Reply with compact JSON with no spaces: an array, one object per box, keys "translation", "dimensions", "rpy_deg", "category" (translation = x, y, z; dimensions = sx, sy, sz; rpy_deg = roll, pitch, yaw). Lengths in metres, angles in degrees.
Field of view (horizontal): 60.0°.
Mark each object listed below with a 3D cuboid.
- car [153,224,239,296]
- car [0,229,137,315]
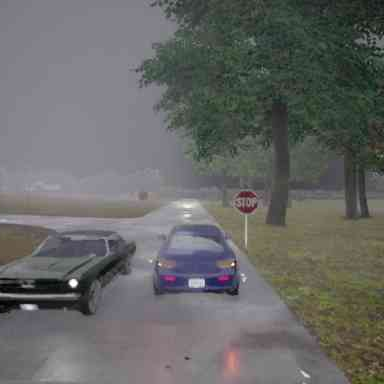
[{"translation":[0.089,1.544,8.550],"dimensions":[1.812,1.442,4.674],"rpy_deg":[0,0,0],"category":"car"},{"translation":[-2.648,1.618,7.745],"dimensions":[1.895,1.301,4.718],"rpy_deg":[0,0,2],"category":"car"}]
